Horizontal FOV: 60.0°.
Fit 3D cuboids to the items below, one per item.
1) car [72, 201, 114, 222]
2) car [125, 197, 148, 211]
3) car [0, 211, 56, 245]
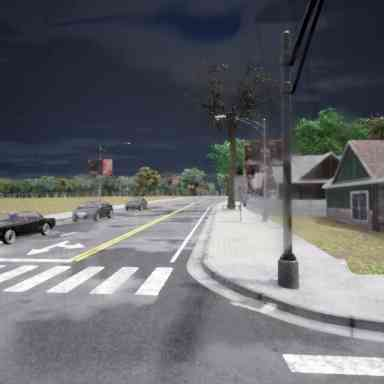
[{"bbox_3d":[-7.573,1.448,25.784,2.128,1.511,4.902,0,0,5],"label":"car"},{"bbox_3d":[-6.433,1.419,38.807,1.837,1.490,4.892,0,0,5],"label":"car"},{"bbox_3d":[-8.445,1.595,15.733,1.895,1.301,4.718,0,0,5],"label":"car"}]
